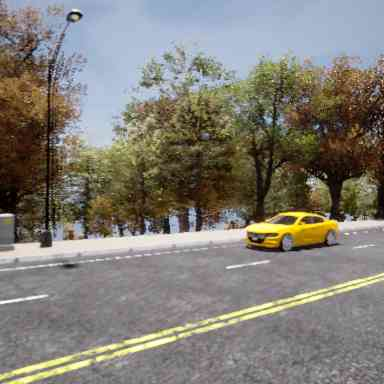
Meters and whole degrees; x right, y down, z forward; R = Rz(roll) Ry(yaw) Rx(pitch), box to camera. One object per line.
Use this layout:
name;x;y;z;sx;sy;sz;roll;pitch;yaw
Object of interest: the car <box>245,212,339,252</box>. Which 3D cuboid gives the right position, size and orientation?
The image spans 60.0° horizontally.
car;4.577;1.669;14.943;5.008;1.535;1.882;1;-1;-36
